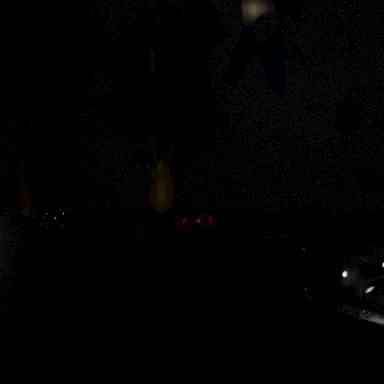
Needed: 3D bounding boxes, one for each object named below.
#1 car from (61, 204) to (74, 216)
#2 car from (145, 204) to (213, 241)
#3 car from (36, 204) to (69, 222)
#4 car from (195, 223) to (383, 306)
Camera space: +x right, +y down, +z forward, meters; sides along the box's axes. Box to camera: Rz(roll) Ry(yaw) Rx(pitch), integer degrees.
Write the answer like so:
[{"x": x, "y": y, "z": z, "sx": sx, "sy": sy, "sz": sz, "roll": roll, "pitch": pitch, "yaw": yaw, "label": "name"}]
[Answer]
[{"x": -15.885, "y": 2.198, "z": 40.831, "sx": 2.128, "sy": 1.511, "sz": 4.902, "roll": 0, "pitch": -1, "yaw": -34, "label": "car"}, {"x": -0.808, "y": 1.543, "z": 18.310, "sx": 2.097, "sy": 1.767, "sz": 4.553, "roll": 0, "pitch": -1, "yaw": -34, "label": "car"}, {"x": -13.820, "y": 2.153, "z": 32.474, "sx": 1.895, "sy": 1.301, "sz": 4.718, "roll": 0, "pitch": -1, "yaw": -34, "label": "car"}, {"x": 2.273, "y": 1.646, "z": 8.407, "sx": 1.895, "sy": 1.301, "sz": 4.718, "roll": 0, "pitch": -1, "yaw": -34, "label": "car"}]
